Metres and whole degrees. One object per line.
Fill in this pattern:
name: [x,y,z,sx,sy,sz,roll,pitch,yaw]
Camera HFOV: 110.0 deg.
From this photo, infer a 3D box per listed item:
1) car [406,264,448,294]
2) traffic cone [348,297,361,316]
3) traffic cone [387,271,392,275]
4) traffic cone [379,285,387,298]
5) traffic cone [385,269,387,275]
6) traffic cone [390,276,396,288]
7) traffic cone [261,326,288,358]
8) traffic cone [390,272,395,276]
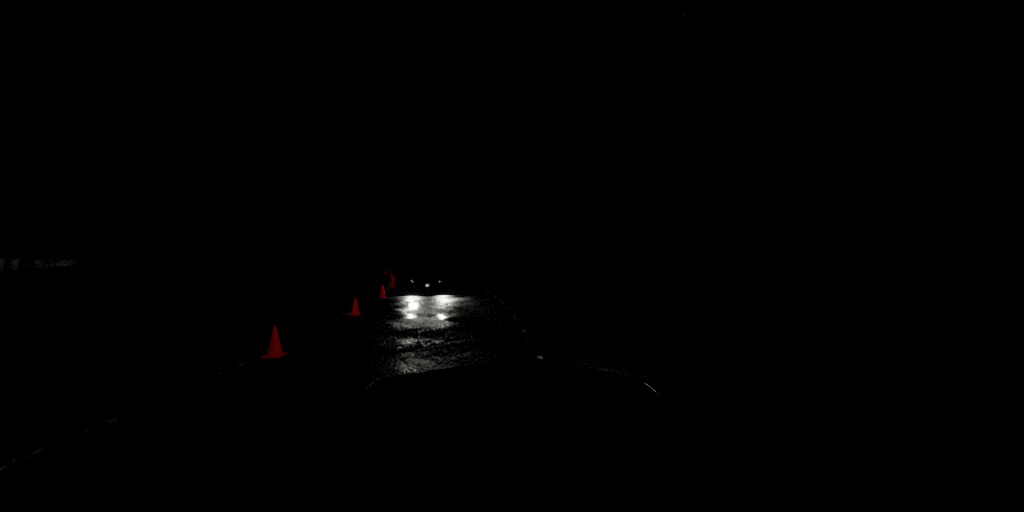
car: [-4.770,1.197,20.037,1.837,1.490,4.892,1,0,-14]
traffic cone: [-5.209,1.671,11.921,0.340,0.580,0.340,0,0,-8]
traffic cone: [-10.276,1.581,30.564,0.340,0.580,0.340,0,0,-23]
traffic cone: [-6.026,1.651,16.694,0.340,0.580,0.340,0,0,-12]
traffic cone: [-12.274,1.558,34.974,0.340,0.580,0.340,0,0,-26]
traffic cone: [-7.146,1.627,21.404,0.340,0.580,0.340,0,0,-15]
traffic cone: [-4.699,1.686,7.106,0.340,0.580,0.340,0,0,-4]
traffic cone: [-8.565,1.604,26.034,0.340,0.580,0.340,0,0,-19]
